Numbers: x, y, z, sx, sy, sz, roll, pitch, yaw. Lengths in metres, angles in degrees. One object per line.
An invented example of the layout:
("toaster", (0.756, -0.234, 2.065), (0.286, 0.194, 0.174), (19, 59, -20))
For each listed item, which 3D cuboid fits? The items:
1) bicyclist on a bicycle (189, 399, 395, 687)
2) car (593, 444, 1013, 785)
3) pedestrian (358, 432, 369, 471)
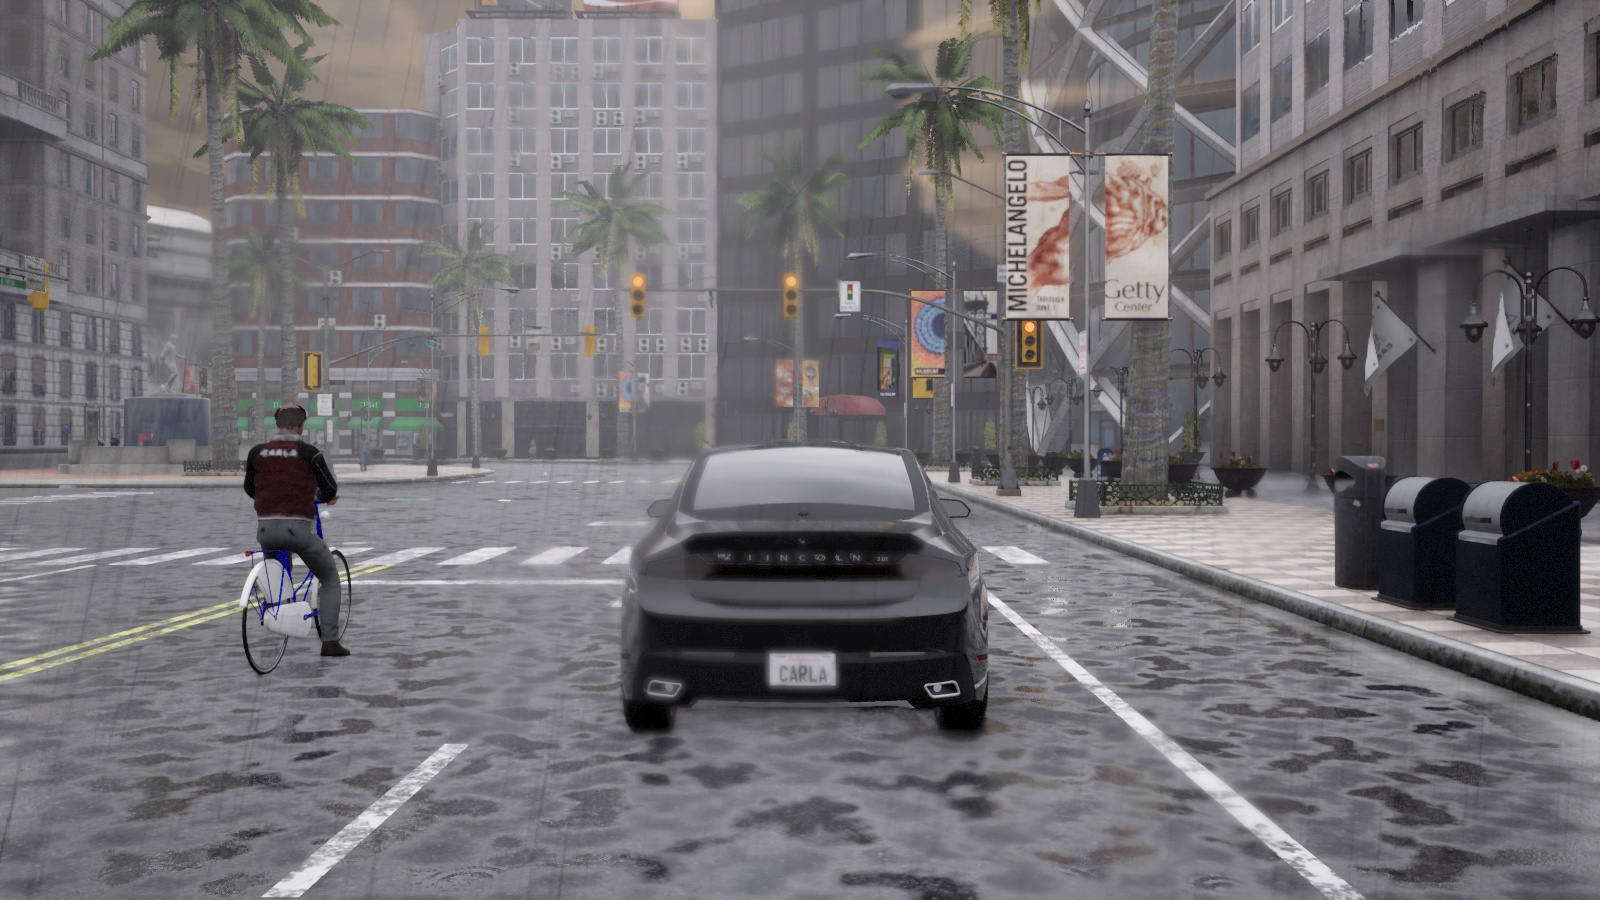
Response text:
("bicyclist on a bicycle", (-3.432, 0.565, 8.669), (0.659, 1.776, 1.843), (0, 1, 0))
("car", (0.047, 0.707, 7.945), (1.837, 1.490, 4.892), (0, 0, 1))
("pedestrian", (-20.687, 0.050, 59.563), (0.354, 1.836, 0.706), (0, 0, -8))
